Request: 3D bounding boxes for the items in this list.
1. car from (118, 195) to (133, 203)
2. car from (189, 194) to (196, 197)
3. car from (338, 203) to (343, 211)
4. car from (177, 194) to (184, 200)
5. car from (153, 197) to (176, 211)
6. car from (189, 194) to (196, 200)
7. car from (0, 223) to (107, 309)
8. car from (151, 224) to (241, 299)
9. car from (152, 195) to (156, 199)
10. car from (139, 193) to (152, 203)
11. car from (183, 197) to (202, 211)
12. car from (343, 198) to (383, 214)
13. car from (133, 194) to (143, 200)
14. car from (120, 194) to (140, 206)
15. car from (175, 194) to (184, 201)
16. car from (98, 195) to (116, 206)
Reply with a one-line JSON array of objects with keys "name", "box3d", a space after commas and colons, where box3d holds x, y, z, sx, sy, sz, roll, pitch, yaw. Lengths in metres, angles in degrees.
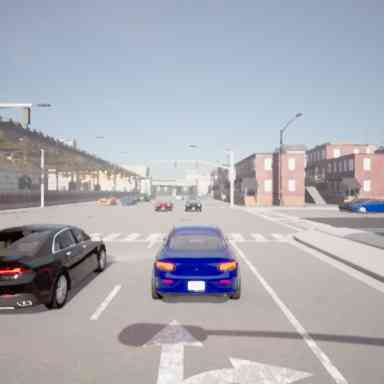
[{"name": "car", "box3d": [-13.842, 1.483, 69.832, 2.128, 1.511, 4.902, 0, 0, 0]}, {"name": "car", "box3d": [0.187, 1.477, 82.478, 2.033, 1.411, 5.357, 0, 0, 0]}, {"name": "car", "box3d": [19.390, 1.454, 38.077, 5.008, 1.535, 1.882, 0, 0, 1]}, {"name": "car", "box3d": [-3.289, 1.417, 92.988, 1.812, 1.442, 4.674, 0, 0, 0]}, {"name": "car", "box3d": [-3.307, 1.576, 40.734, 1.895, 1.301, 4.718, 0, 0, 0]}, {"name": "car", "box3d": [0.211, 1.371, 92.981, 1.882, 1.535, 5.008, 0, 0, 0]}, {"name": "car", "box3d": [-3.411, 1.500, 7.830, 1.837, 1.490, 4.892, 0, 0, 0]}, {"name": "car", "box3d": [0.096, 1.521, 8.286, 1.812, 1.442, 4.674, 0, 0, 0]}, {"name": "car", "box3d": [-10.304, 1.379, 86.205, 1.994, 1.385, 4.181, 0, 0, 0]}, {"name": "car", "box3d": [-10.340, 1.182, 70.398, 2.150, 2.045, 5.566, 0, 0, 0]}, {"name": "car", "box3d": [0.193, 1.576, 40.724, 1.895, 1.301, 4.718, 0, 0, 0]}, {"name": "car", "box3d": [18.873, 1.456, 34.575, 5.008, 1.535, 1.882, 0, 0, 0]}, {"name": "car", "box3d": [-13.805, 1.367, 85.812, 1.812, 1.442, 4.674, 0, 0, 0]}, {"name": "car", "box3d": [-10.450, 1.512, 55.389, 2.033, 1.411, 5.357, 0, 0, 0]}, {"name": "car", "box3d": [-3.312, 1.473, 82.783, 1.812, 1.442, 4.674, 0, 0, 0]}, {"name": "car", "box3d": [-13.950, 1.320, 54.694, 2.097, 1.767, 4.553, 0, 0, 0]}]
